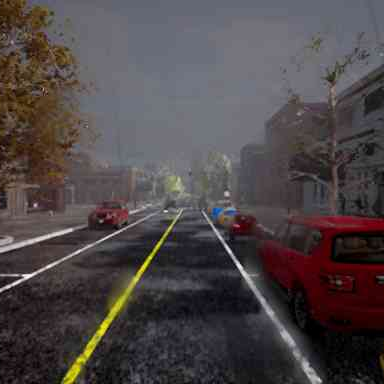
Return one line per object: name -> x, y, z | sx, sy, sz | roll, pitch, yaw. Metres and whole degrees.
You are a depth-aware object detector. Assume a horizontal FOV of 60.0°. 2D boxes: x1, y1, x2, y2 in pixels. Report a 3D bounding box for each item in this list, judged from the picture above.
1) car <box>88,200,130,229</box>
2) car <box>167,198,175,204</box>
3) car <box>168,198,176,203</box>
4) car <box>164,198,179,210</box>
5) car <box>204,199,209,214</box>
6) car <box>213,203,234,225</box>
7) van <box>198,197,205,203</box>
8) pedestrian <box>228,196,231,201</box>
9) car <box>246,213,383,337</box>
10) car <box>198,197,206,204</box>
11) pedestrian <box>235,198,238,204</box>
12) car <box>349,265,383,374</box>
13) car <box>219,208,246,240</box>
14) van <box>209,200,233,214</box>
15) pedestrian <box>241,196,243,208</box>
car -> -5.696, 1.530, 23.358 | 2.192, 1.841, 5.009 | -1, -1, 0
car -> -5.696, 2.358, 89.139 | 1.887, 1.381, 4.507 | -1, -1, 0
car -> -5.696, 2.445, 94.683 | 1.802, 1.307, 4.206 | -1, -1, 0
car -> -3.026, 1.965, 49.906 | 1.837, 1.490, 4.892 | 0, -1, 0
car -> 2.686, 1.895, 40.174 | 1.752, 1.417, 4.829 | -1, -1, 0
car -> 2.687, 1.743, 23.529 | 1.752, 1.417, 4.829 | -1, -1, 0
van -> 2.683, 2.205, 94.685 | 1.690, 1.788, 3.998 | -1, -1, 0
pedestrian -> 6.133, 1.643, 54.685 | 0.375, 1.860, 0.375 | -1, 0, 0
car -> 2.685, 1.378, 6.717 | 2.192, 1.841, 5.009 | -1, -1, 0
car -> 2.683, 2.129, 89.142 | 2.192, 1.841, 5.009 | -1, -1, 0
pedestrian -> 7.133, 1.626, 53.485 | 0.375, 1.860, 0.375 | -1, 0, 0
car -> 2.689, 1.539, 1.336 | 1.752, 1.417, 4.829 | -1, -1, 0
car -> 2.687, 1.747, 17.811 | 1.802, 1.307, 4.206 | -1, -1, 0
van -> 2.685, 1.608, 28.909 | 1.690, 1.788, 3.998 | -1, -1, 0
pedestrian -> 8.133, 1.618, 54.085 | 0.375, 1.860, 0.375 | -1, 0, 0
